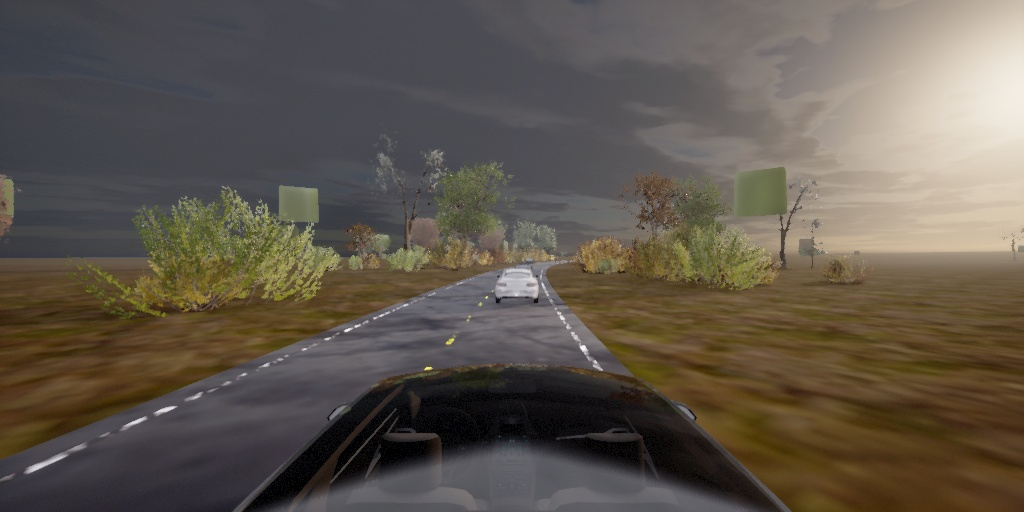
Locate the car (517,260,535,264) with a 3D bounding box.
[{"bbox_3d":[1.040,1.316,31.336,2.033,1.411,5.357,0,0,4],"label":"car"}]

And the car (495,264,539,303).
[{"bbox_3d":[0.260,1.283,16.410,1.812,1.442,4.674,0,0,2],"label":"car"}]
